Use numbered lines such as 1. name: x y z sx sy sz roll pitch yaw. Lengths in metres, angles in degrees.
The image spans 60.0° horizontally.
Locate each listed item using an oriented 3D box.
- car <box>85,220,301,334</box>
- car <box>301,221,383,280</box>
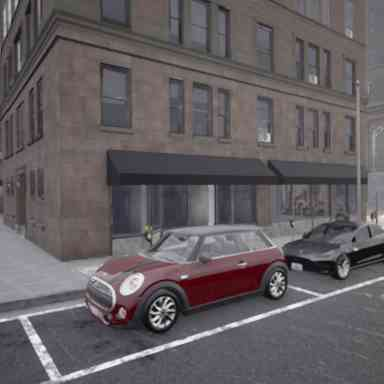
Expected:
1. car: 0.008 1.439 6.676 4.097 1.590 1.967 0 -1 -36
2. car: 4.482 1.562 9.884 4.313 1.339 1.947 0 -1 -36
